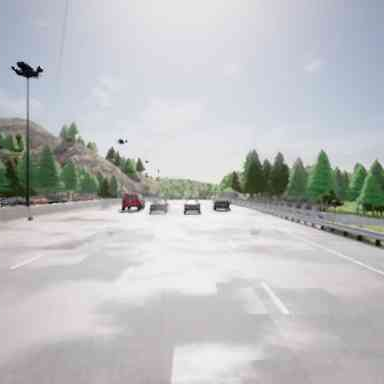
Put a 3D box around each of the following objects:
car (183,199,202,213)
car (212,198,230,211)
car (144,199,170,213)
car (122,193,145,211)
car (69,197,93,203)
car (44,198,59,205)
[{"bbox_3d":[0.033,1.492,35.799,2.033,1.411,5.357,0,0,0],"label":"car"},{"bbox_3d":[3.537,1.432,40.866,1.882,1.535,5.008,0,0,0],"label":"car"},{"bbox_3d":[-3.466,1.492,35.837,2.033,1.411,5.357,0,0,0],"label":"car"},{"bbox_3d":[-6.966,1.173,39.962,2.150,2.045,5.566,0,0,0],"label":"car"},{"bbox_3d":[-17.622,1.271,53.506,2.150,2.045,5.566,0,0,1],"label":"car"},{"bbox_3d":[-21.122,1.645,52.815,1.895,1.301,4.718,0,-1,1],"label":"car"}]
